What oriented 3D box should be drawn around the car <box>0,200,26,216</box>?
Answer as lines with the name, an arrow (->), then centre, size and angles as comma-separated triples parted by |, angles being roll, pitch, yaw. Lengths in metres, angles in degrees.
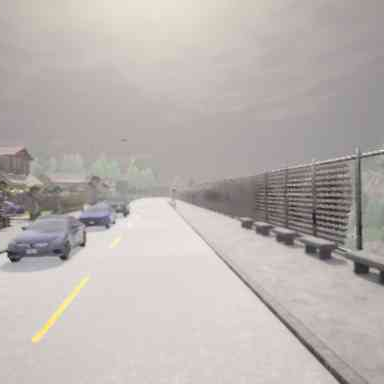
car -> -17.792, 1.526, 31.526 | 3.633, 1.501, 1.845 | -1, 0, -9

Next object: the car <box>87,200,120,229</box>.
car -> -6.357, 1.595, 22.755 | 1.882, 1.535, 5.008 | -1, 0, -6

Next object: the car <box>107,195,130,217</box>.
car -> -7.408, 1.354, 33.104 | 2.150, 2.045, 5.566 | -1, 0, -5

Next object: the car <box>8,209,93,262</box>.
car -> -5.315, 1.628, 12.836 | 1.812, 1.442, 4.674 | -1, 0, -6
